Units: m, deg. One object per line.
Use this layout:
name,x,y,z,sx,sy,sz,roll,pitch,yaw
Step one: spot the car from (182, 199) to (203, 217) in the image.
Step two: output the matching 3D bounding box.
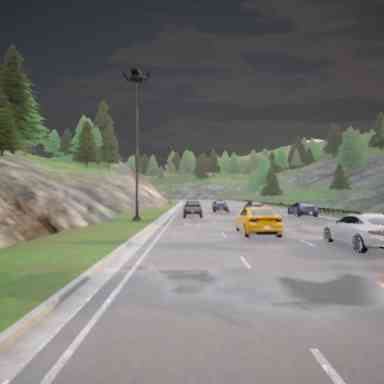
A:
car,0.069,1.676,33.635,2.128,1.511,4.902,0,0,0

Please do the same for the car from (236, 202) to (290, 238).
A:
car,3.594,1.567,18.395,1.882,1.535,5.008,0,0,0

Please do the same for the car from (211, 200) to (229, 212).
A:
car,3.561,1.748,42.550,1.812,1.442,4.674,0,0,0

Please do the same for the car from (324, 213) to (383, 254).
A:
car,7.104,1.578,13.709,1.812,1.442,4.674,0,0,0

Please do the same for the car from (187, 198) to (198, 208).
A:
car,0.048,1.831,55.471,1.812,1.442,4.674,0,0,0

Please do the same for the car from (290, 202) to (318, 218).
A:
car,10.569,1.666,31.900,1.812,1.442,4.674,0,0,0
